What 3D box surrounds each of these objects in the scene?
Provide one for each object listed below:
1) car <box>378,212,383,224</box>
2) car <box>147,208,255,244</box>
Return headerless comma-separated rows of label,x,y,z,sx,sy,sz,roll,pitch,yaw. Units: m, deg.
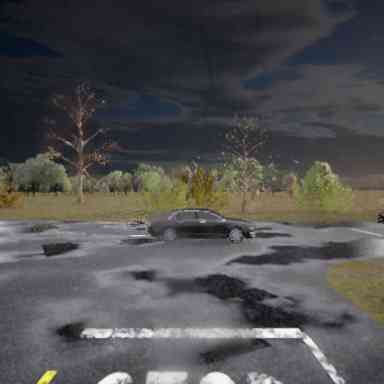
car,15.359,1.573,22.705,5.008,1.535,1.882,-1,0,-2
car,0.409,1.504,15.288,4.892,1.490,1.837,0,0,-1
